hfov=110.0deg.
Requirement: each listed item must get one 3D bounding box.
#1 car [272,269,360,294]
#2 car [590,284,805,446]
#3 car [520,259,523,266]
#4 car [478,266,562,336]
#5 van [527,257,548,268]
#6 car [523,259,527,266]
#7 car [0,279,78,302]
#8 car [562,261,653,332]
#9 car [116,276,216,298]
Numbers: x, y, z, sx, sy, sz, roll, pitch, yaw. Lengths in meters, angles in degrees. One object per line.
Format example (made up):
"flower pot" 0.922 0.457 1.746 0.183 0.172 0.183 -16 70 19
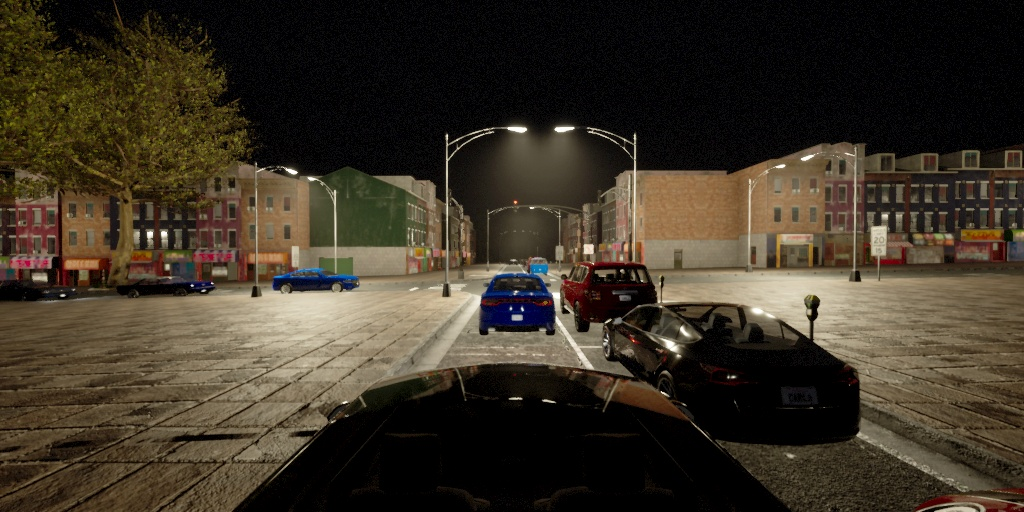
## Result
"car" -12.234 1.542 22.547 5.008 1.535 1.882 -2 1 -1
"car" 2.648 1.315 5.356 1.948 1.339 4.313 0 0 0
"car" 2.877 1.358 64.150 2.007 1.370 4.403 0 0 0
"car" 0.147 1.227 10.482 1.882 1.535 5.008 0 0 1
"van" 2.772 1.105 37.119 1.690 1.789 3.998 0 0 0
"car" 2.793 1.085 42.524 2.192 1.841 5.009 0 0 0
"car" -30.965 2.180 22.613 5.357 1.411 2.033 -2 1 1
"car" 2.669 1.064 10.758 2.192 1.841 5.009 0 0 0
"car" -21.620 1.941 22.580 4.718 1.301 1.895 -2 1 0
